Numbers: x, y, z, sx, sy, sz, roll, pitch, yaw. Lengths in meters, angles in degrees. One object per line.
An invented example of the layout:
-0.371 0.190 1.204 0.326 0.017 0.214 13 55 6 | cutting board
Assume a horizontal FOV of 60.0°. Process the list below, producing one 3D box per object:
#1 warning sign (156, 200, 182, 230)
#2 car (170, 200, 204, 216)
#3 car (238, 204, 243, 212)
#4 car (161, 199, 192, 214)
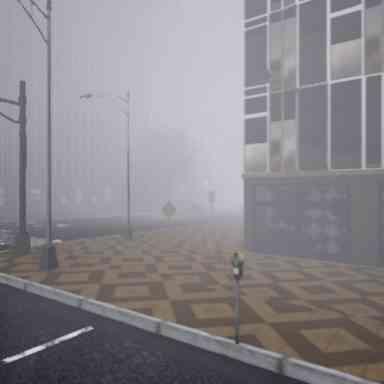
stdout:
-1.499 1.461 21.843 1.300 1.860 1.060 1 1 33 | warning sign
-0.442 2.116 40.970 1.882 1.535 5.008 0 -1 33 | car
8.983 2.382 49.348 1.812 1.442 4.674 0 -1 33 | car
-1.837 1.902 44.805 2.150 2.045 5.566 0 -1 33 | car
